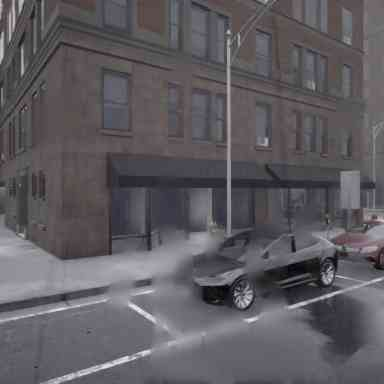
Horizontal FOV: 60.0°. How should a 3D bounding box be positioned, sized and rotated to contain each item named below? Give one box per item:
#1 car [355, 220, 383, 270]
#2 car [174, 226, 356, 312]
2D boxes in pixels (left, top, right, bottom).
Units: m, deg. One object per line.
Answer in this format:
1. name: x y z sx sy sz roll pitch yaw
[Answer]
1. car: 6.122 1.582 10.905 4.206 1.307 1.802 0 0 -36
2. car: 1.644 1.566 7.709 4.313 1.339 1.947 0 0 -36
